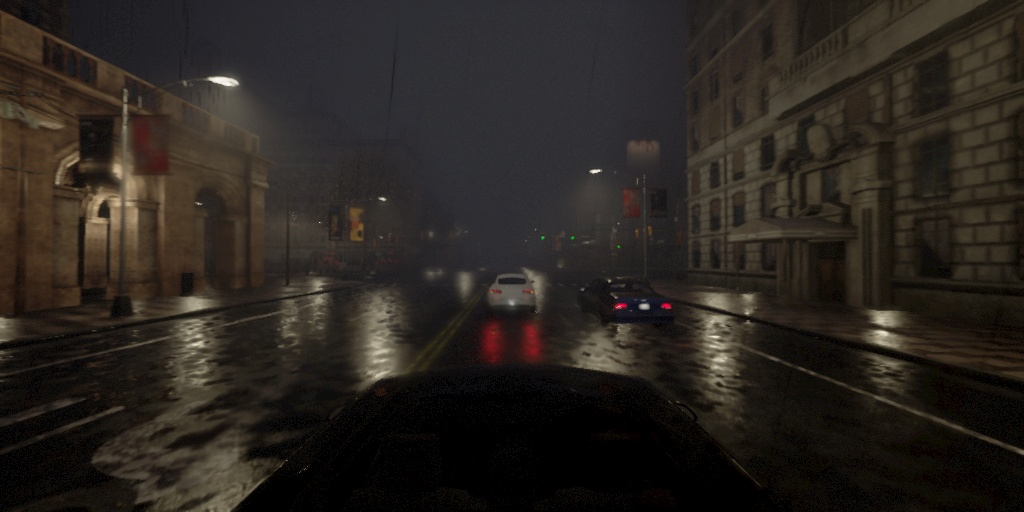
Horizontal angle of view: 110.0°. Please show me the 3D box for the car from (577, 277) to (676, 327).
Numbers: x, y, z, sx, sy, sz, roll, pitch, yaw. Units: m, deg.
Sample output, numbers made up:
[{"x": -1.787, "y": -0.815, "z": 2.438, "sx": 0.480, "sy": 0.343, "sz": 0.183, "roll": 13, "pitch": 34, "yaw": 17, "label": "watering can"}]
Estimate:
[{"x": 3.508, "y": 1.417, "z": 12.007, "sx": 2.033, "sy": 1.411, "sz": 5.357, "roll": 0, "pitch": -1, "yaw": 0, "label": "car"}]

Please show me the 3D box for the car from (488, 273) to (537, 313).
[{"x": 0.005, "y": 1.427, "z": 14.805, "sx": 1.812, "sy": 1.442, "sz": 4.674, "roll": 0, "pitch": -1, "yaw": 0, "label": "car"}]
